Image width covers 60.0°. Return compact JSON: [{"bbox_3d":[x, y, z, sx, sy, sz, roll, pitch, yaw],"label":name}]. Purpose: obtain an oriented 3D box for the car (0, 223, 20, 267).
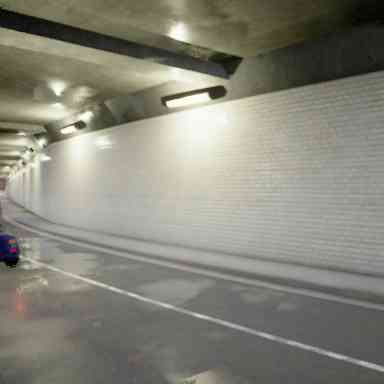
[{"bbox_3d":[-6.805,1.468,10.161,4.674,1.442,1.812,1,0,44],"label":"car"}]
